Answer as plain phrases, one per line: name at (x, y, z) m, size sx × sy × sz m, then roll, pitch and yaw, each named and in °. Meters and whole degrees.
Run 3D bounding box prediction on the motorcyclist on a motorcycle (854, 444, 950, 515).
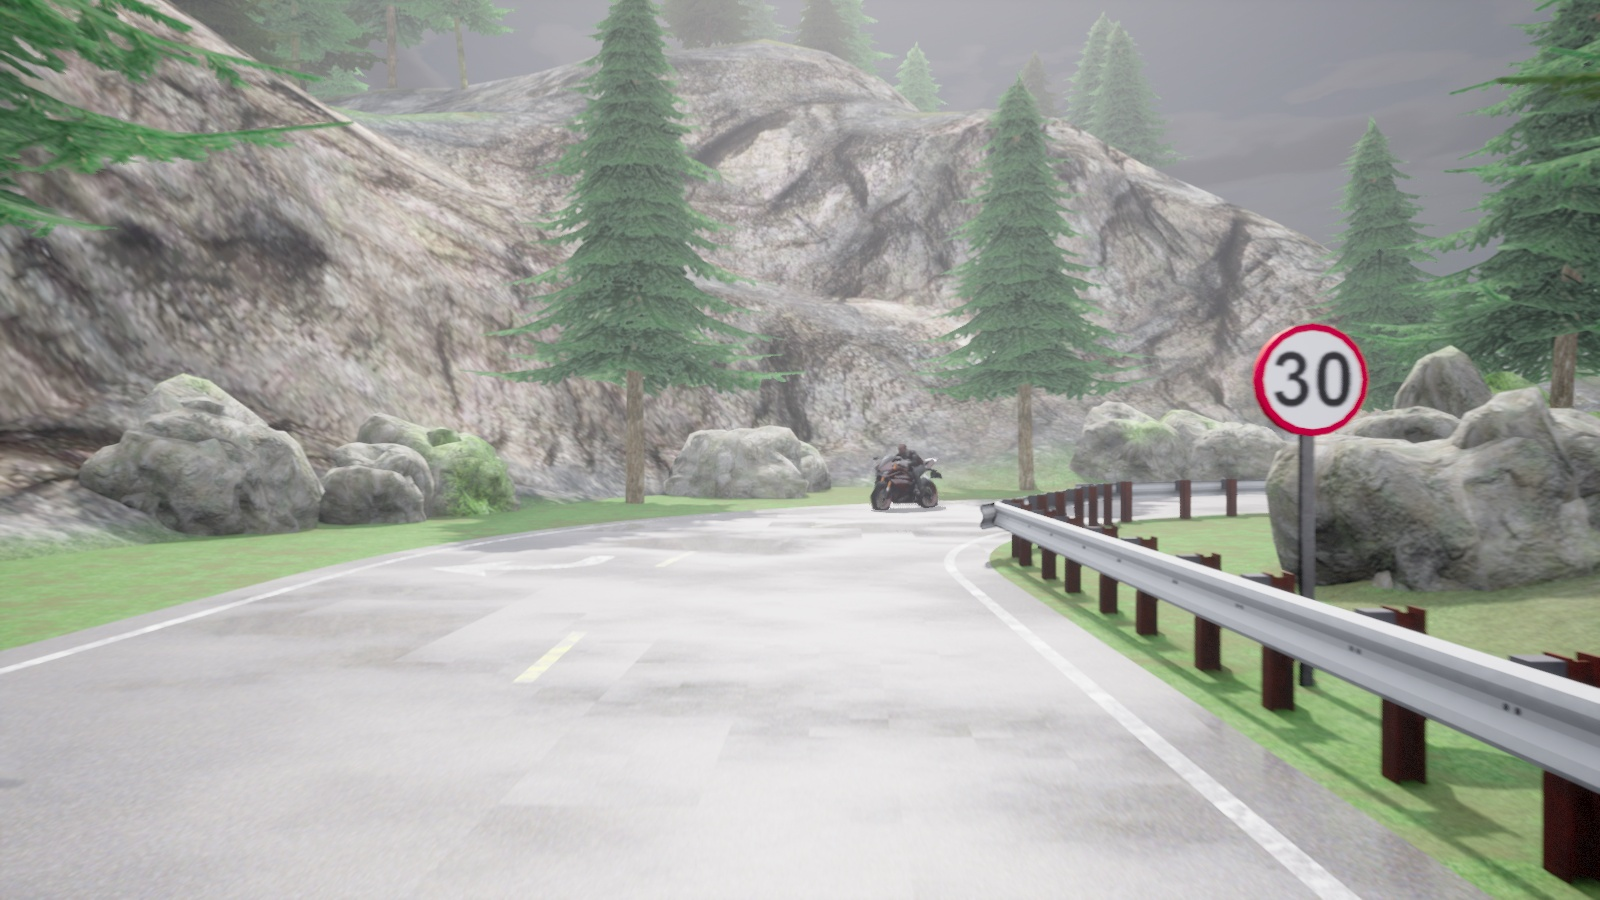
motorcyclist on a motorcycle at (2.289, 0.626, 27.960) m, size 2.191 × 1.530 × 0.866 m, roll 0°, pitch 1°, yaw -44°
